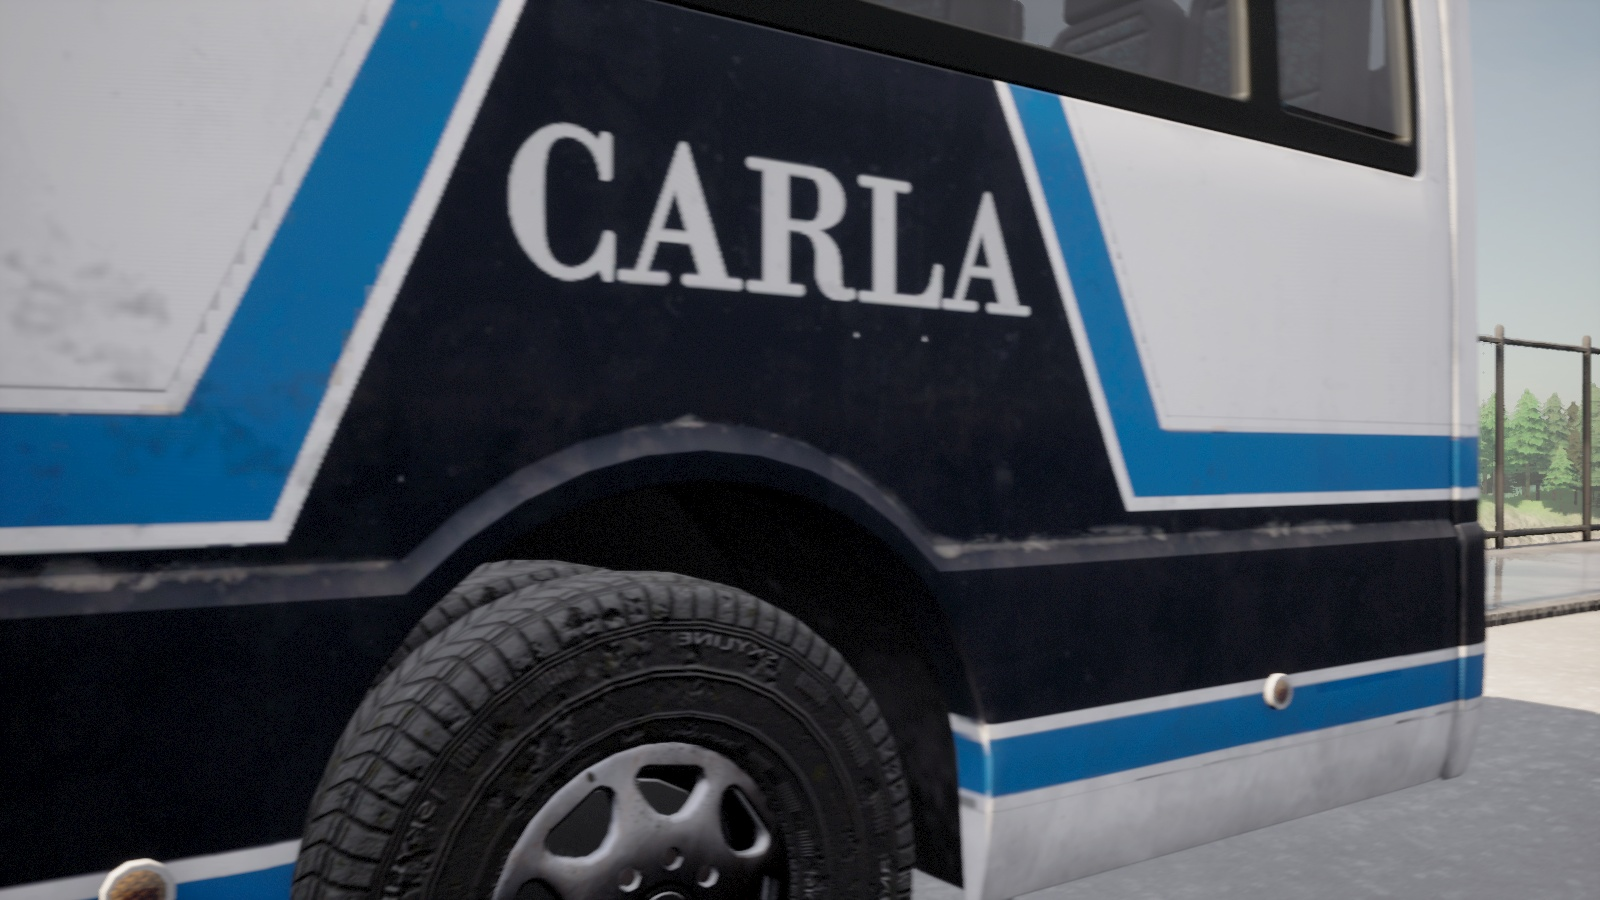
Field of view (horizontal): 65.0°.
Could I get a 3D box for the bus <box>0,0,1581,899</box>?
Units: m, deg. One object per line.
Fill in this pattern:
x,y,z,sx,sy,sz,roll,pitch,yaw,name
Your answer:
-3.304,-0.620,1.974,10.273,4.253,3.944,0,0,-35,bus
